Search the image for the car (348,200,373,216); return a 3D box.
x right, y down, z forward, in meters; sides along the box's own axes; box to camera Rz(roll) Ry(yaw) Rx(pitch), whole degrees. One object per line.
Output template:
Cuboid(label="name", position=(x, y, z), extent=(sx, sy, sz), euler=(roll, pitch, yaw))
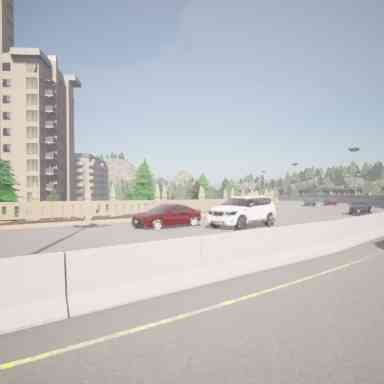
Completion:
Cuboid(label="car", position=(16.991, 1.588, 33.506), extent=(1.837, 1.490, 4.892), euler=(0, 0, 31))

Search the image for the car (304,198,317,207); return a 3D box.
Cuboid(label="car", position=(20.022, 1.760, 56.405), extent=(2.033, 1.411, 5.357), euler=(0, 0, 18))

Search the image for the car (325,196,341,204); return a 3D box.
Cuboid(label="car", position=(30.550, 1.754, 72.152), extent=(1.882, 1.535, 5.008), euler=(0, 0, 9))

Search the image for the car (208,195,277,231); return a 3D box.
Cuboid(label="car", position=(3.353, 1.251, 21.419), extent=(2.150, 2.045, 5.566), euler=(0, 0, 43))

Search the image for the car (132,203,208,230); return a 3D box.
Cuboid(label="car", position=(-1.540, 1.502, 21.451), extent=(5.008, 1.535, 1.882), euler=(0, 0, -45))

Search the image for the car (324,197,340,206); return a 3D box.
Cuboid(label="car", position=(24.098, 1.811, 57.790), extent=(1.895, 1.301, 4.718), euler=(0, 0, 17))
